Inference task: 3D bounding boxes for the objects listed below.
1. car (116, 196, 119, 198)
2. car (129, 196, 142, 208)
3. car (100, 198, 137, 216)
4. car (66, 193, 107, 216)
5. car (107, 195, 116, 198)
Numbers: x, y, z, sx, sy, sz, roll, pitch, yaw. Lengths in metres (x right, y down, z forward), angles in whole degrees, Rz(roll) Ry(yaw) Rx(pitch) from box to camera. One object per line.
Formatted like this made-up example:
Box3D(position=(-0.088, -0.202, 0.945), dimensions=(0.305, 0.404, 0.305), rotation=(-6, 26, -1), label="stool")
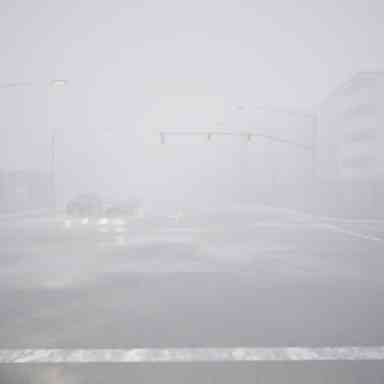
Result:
Box3D(position=(-14.655, 1.277, 61.154), dimensions=(2.033, 1.411, 5.357), rotation=(0, 0, -35), label="car")
Box3D(position=(-7.618, 1.304, 43.775), dimensions=(1.882, 1.535, 5.008), rotation=(0, 0, -11), label="car")
Box3D(position=(-6.711, 1.499, 30.866), dimensions=(1.895, 1.301, 4.718), rotation=(0, 0, 1), label="car")
Box3D(position=(-10.232, 1.113, 32.125), dimensions=(2.150, 2.045, 5.566), rotation=(0, 0, -1), label="car")
Box3D(position=(-14.314, 1.321, 53.374), dimensions=(2.033, 1.411, 5.357), rotation=(0, 0, -26), label="car")
